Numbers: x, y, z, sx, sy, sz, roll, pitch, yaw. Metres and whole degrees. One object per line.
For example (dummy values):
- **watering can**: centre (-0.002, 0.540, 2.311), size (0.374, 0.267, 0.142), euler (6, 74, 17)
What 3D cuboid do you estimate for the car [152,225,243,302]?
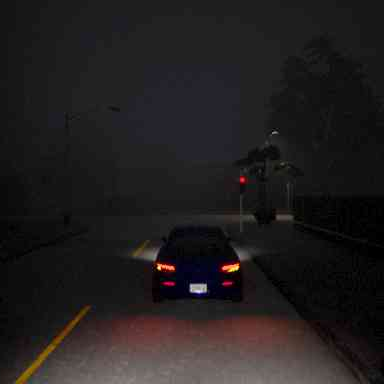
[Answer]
- **car**: centre (0.117, 1.536, 8.167), size (1.812, 1.442, 4.674), euler (0, 0, 0)
